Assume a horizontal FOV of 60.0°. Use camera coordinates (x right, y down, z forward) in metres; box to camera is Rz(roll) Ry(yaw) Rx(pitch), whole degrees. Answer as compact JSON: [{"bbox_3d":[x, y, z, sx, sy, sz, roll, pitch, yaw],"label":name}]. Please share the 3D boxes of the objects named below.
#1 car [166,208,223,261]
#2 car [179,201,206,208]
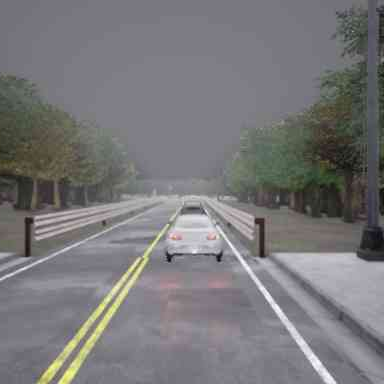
[{"bbox_3d":[0.076,1.502,12.088,1.812,1.442,4.674,0,0,0],"label":"car"},{"bbox_3d":[0.066,1.455,26.561,1.837,1.490,4.892,0,1,0],"label":"car"}]
